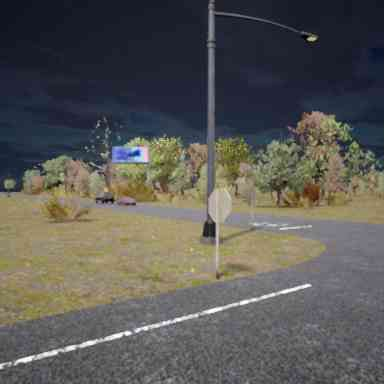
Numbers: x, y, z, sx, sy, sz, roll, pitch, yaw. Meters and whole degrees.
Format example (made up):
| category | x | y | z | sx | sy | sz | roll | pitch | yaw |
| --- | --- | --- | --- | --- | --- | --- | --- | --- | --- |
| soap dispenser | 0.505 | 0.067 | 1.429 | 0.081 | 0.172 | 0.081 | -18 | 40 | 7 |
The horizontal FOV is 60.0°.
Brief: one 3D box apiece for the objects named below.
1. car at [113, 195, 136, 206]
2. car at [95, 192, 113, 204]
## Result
| category | x | y | z | sx | sy | sz | roll | pitch | yaw |
| --- | --- | --- | --- | --- | --- | --- | --- | --- | --- |
| car | -10.494 | 1.465 | 52.704 | 1.994 | 1.385 | 4.181 | 0 | 0 | -33 |
| car | -16.045 | 1.104 | 61.039 | 2.150 | 2.045 | 5.566 | 0 | 0 | -34 |
